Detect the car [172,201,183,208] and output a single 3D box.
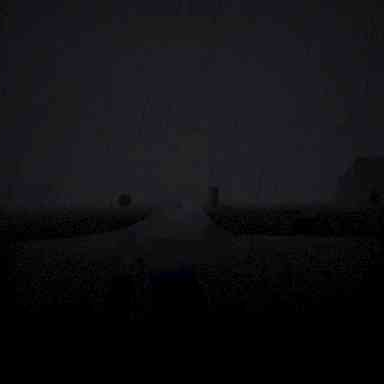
[{"bbox_3d":[-2.791,2.384,63.769,2.033,1.411,5.357,0,-1,0],"label":"car"}]
